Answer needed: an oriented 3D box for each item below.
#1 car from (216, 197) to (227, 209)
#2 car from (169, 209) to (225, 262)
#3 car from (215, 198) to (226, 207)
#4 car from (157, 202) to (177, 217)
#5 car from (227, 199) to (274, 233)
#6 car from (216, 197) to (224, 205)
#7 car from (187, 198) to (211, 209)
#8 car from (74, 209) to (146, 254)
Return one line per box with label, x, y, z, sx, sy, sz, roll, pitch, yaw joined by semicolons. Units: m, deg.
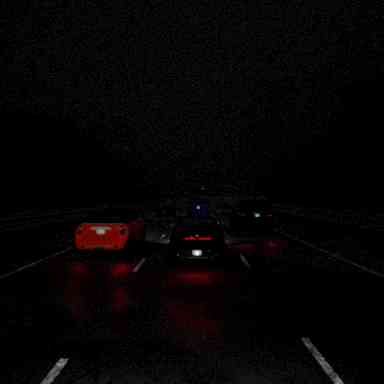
car;5.177;2.042;57.171;2.097;1.767;4.553;0;-1;3
car;0.192;1.629;12.680;1.837;1.490;4.892;0;0;1
car;5.929;2.195;69.009;2.097;1.767;4.553;0;-1;4
car;-2.708;1.884;36.688;1.882;1.535;5.008;0;-1;2
car;3.743;1.446;21.451;2.150;2.045;5.566;0;-1;1
car;7.175;2.256;84.959;2.150;2.045;5.566;0;-1;5
car;0.682;1.596;33.712;2.150;2.045;5.566;0;-1;2
car;-3.284;1.485;14.190;2.097;1.767;4.553;0;-1;1
